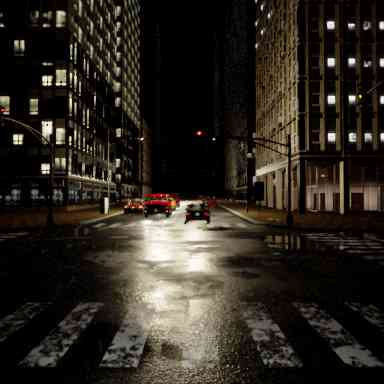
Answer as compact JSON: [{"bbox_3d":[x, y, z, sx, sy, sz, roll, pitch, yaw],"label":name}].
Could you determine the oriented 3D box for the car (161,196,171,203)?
[{"bbox_3d":[-5.601,1.573,72.782,1.887,1.381,4.507,1,0,0],"label":"car"}]

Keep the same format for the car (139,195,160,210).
[{"bbox_3d":[-5.626,1.332,44.907,2.192,1.841,5.009,1,0,0],"label":"car"}]

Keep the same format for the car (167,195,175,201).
[{"bbox_3d":[-5.584,1.587,89.508,2.008,1.369,4.403,1,0,0],"label":"car"}]

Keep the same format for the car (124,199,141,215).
[{"bbox_3d":[-5.639,1.453,33.757,1.967,1.590,4.097,1,0,0],"label":"car"}]

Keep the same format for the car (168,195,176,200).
[{"bbox_3d":[-5.579,1.605,95.083,1.947,1.339,4.313,1,0,0],"label":"car"}]

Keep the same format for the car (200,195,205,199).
[{"bbox_3d":[2.763,1.547,56.286,1.752,1.417,4.829,1,0,0],"label":"car"}]

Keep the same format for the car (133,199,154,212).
[{"bbox_3d":[-5.637,1.597,39.332,1.802,1.307,4.206,1,0,0],"label":"car"}]

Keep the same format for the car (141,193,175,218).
[{"bbox_3d":[-3.062,1.233,31.086,2.150,2.045,5.566,0,0,0],"label":"car"}]

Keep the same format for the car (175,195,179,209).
[{"bbox_3d":[-3.056,1.493,41.514,1.882,1.535,5.008,0,0,0],"label":"car"}]

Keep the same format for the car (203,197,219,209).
[{"bbox_3d":[2.749,1.599,44.960,1.802,1.307,4.206,1,0,0],"label":"car"}]

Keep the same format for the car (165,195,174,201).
[{"bbox_3d":[-5.590,1.578,83.933,1.887,1.381,4.507,1,0,0],"label":"car"}]

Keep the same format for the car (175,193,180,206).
[{"bbox_3d":[-3.038,1.241,52.012,2.150,2.045,5.566,0,0,0],"label":"car"}]

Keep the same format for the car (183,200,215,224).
[{"bbox_3d":[0.326,1.557,25.152,2.033,1.411,5.357,0,0,-1],"label":"car"}]

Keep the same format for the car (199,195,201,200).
[{"bbox_3d":[2.767,1.590,61.693,1.947,1.339,4.313,1,0,0],"label":"car"}]
